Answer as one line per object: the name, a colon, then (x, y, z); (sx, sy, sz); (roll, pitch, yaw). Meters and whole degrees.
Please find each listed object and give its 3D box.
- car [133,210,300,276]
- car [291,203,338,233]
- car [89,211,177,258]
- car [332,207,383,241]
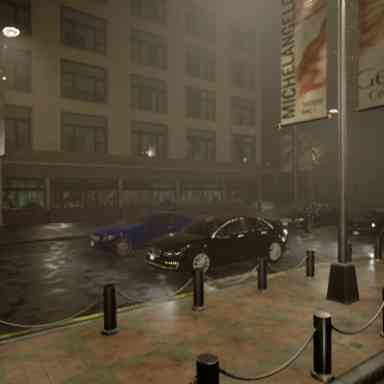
car: (0.916, 1.459, 10.193); (4.892, 1.490, 1.837); (0, 0, -36)
car: (6.849, 1.378, 18.745); (4.902, 1.511, 2.128); (0, 0, -35)
car: (-1.516, 1.484, 12.762); (4.674, 1.442, 1.812); (0, 0, -35)
car: (9.074, 1.485, 16.034); (4.718, 1.301, 1.895); (0, 0, -35)
